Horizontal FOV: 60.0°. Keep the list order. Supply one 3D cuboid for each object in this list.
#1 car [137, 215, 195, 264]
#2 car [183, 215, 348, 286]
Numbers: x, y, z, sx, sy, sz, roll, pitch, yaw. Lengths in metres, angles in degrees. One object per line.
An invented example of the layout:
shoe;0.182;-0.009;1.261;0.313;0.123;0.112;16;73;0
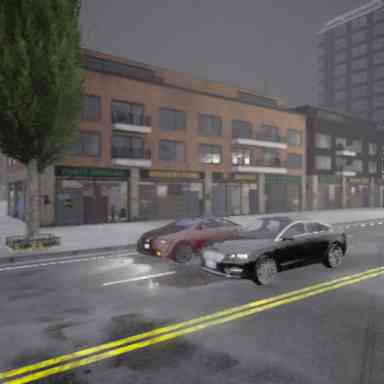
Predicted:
car;0.185;1.533;11.797;4.181;1.385;1.994;0;0;-35
car;2.446;1.459;9.417;4.902;1.511;2.128;0;0;-35
